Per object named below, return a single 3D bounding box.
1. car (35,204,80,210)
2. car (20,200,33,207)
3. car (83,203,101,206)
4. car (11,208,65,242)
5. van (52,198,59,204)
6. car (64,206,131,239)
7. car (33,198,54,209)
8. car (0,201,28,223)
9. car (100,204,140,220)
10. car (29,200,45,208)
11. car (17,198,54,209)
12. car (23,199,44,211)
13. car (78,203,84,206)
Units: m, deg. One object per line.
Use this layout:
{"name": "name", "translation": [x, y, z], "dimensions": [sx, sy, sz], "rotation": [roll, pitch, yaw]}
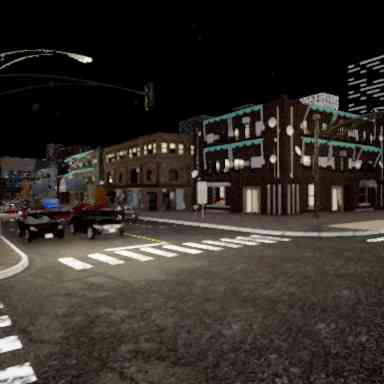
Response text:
{"name": "car", "translation": [-10.608, 1.875, 26.085], "dimensions": [1.994, 1.385, 4.181], "rotation": [-1, 0, -35]}
{"name": "car", "translation": [-35.089, 2.363, 70.477], "dimensions": [1.947, 1.339, 4.313], "rotation": [-1, 0, -35]}
{"name": "car", "translation": [-9.425, 1.903, 34.391], "dimensions": [1.802, 1.307, 4.206], "rotation": [-2, 0, -35]}
{"name": "car", "translation": [-8.310, 1.816, 18.154], "dimensions": [1.947, 1.339, 4.313], "rotation": [-2, 0, -35]}
{"name": "van", "translation": [-22.262, 1.906, 52.433], "dimensions": [1.690, 1.788, 3.998], "rotation": [-1, 0, -35]}
{"name": "car", "translation": [-5.483, 1.735, 18.881], "dimensions": [1.812, 1.442, 4.674], "rotation": [-1, 0, -37]}
{"name": "car", "translation": [-25.471, 1.939, 56.944], "dimensions": [2.192, 1.841, 5.009], "rotation": [-1, 0, -35]}
{"name": "car", "translation": [-16.256, 1.848, 29.532], "dimensions": [1.967, 1.590, 4.097], "rotation": [-2, 0, -35]}
{"name": "car", "translation": [-6.217, 1.809, 29.880], "dimensions": [2.008, 1.369, 4.403], "rotation": [-2, 0, -35]}
{"name": "car", "translation": [-28.673, 2.227, 61.455], "dimensions": [1.887, 1.381, 4.507], "rotation": [-1, 0, -35]}
{"name": "car", "translation": [-15.780, 1.764, 33.359], "dimensions": [2.097, 1.767, 4.553], "rotation": [-1, 0, -35]}
{"name": "car", "translation": [-24.302, 1.942, 50.853], "dimensions": [2.097, 1.767, 4.553], "rotation": [-1, 0, -35]}
{"name": "car", "translation": [-12.632, 1.965, 38.901], "dimensions": [1.802, 1.307, 4.206], "rotation": [-2, 0, -35]}
